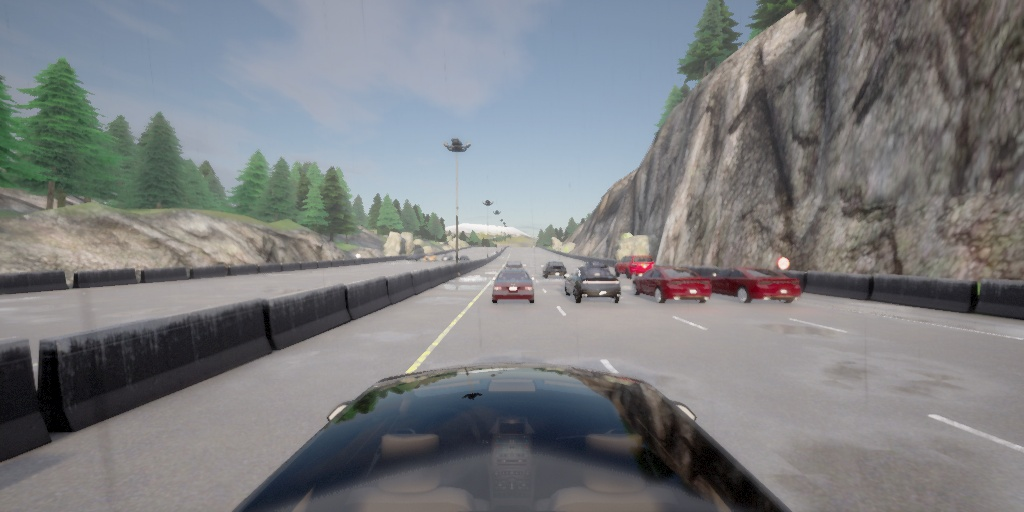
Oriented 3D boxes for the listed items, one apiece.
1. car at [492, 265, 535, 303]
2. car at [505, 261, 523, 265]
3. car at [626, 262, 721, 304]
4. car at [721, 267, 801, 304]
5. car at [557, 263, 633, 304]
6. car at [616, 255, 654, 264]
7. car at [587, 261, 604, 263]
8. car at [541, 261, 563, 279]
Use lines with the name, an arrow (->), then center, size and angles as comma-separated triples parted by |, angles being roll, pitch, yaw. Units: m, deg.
car -> 0.063, 1.311, 16.457 | 2.033, 1.411, 5.357 | 0, 0, 0
car -> 0.180, 1.166, 31.453 | 2.128, 1.511, 4.902 | 0, 0, 0
car -> 7.063, 1.233, 16.402 | 1.882, 1.535, 5.008 | 0, 0, 0
car -> 10.563, 1.233, 16.375 | 1.882, 1.535, 5.008 | 0, 0, 0
car -> 3.563, 1.243, 16.430 | 2.128, 1.511, 4.902 | 0, 0, 0
car -> 10.680, 0.928, 31.400 | 2.150, 2.045, 5.566 | 0, 0, 0
car -> 7.180, 1.166, 31.398 | 2.128, 1.511, 4.902 | 0, 0, 0
car -> 3.680, 1.187, 31.425 | 1.837, 1.490, 4.892 | 0, 0, 0
